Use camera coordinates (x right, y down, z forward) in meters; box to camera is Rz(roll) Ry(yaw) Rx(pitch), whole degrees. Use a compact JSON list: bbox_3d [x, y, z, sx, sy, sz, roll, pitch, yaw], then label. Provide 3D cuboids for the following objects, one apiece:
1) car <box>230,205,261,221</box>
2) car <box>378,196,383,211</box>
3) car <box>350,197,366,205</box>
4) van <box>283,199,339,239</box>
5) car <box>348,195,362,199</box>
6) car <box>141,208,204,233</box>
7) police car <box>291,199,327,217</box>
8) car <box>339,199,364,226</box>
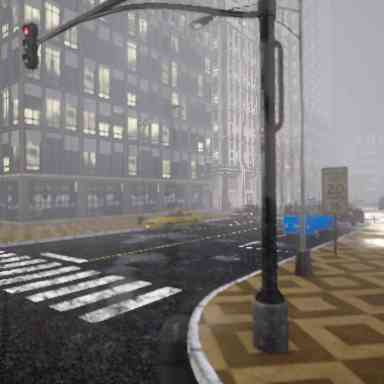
[{"bbox_3d":[4.972,1.757,29.094,1.802,1.307,4.206,-1,-1,38],"label":"car"},{"bbox_3d":[24.784,1.419,41.930,2.192,1.841,5.009,-1,-1,38],"label":"car"},{"bbox_3d":[32.112,1.760,64.372,2.008,1.369,4.403,-1,-1,38],"label":"car"},{"bbox_3d":[6.254,1.429,17.660,1.690,1.788,3.998,-1,-1,38],"label":"van"},{"bbox_3d":[28.718,1.519,59.965,2.192,1.841,5.009,-1,-1,38],"label":"car"},{"bbox_3d":[-1.135,1.699,21.370,1.752,1.417,4.829,-1,-1,38],"label":"car"},{"bbox_3d":[12.071,1.577,34.118,1.930,1.638,5.238,-1,0,38],"label":"police car"},{"bbox_3d":[11.215,1.532,24.290,1.967,1.590,4.097,-1,-1,38],"label":"car"}]
